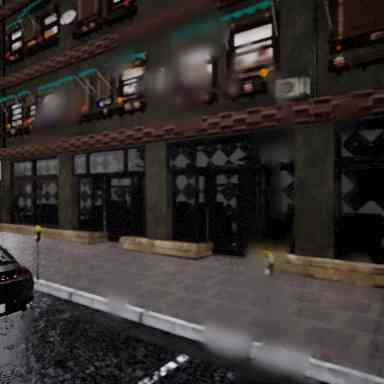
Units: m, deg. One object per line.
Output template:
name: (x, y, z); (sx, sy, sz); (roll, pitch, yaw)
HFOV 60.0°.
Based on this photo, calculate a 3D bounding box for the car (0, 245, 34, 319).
car: (-4.686, 1.517, 6.227); (4.403, 1.369, 2.008); (0, 0, 36)
